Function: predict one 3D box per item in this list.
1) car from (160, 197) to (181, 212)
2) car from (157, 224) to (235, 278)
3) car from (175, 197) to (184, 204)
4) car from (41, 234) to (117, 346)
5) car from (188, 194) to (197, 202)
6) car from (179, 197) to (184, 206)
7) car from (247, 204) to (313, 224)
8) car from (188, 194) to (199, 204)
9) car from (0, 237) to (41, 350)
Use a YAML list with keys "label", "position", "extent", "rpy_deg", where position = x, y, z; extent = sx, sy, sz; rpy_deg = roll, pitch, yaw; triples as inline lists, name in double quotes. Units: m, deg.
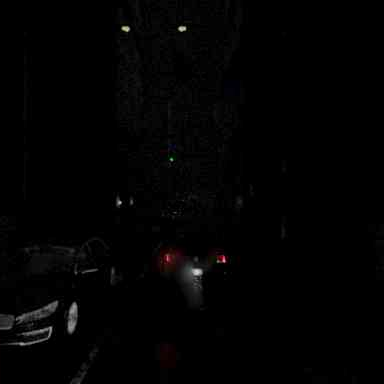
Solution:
- label: "car"
  position: [-2.814, 1.727, 41.841]
  extent: [1.994, 1.385, 4.181]
  rpy_deg: [0, 0, 0]
- label: "car"
  position: [0.099, 1.636, 10.189]
  extent: [1.895, 1.301, 4.718]
  rpy_deg: [0, 0, 0]
- label: "car"
  position: [-2.658, 1.797, 72.579]
  extent: [1.882, 1.535, 5.008]
  rpy_deg: [0, 0, 0]
- label: "car"
  position: [-2.636, 1.573, 6.440]
  extent: [2.008, 1.369, 4.403]
  rpy_deg: [0, 0, 0]
- label: "car"
  position: [0.109, 1.436, 80.648]
  extent: [2.150, 2.045, 5.566]
  rpy_deg: [0, 0, 0]
- label: "car"
  position: [-2.748, 1.749, 57.379]
  extent: [1.837, 1.490, 4.892]
  rpy_deg: [0, -1, 1]
- label: "car"
  position: [6.719, 1.680, 25.370]
  extent: [5.008, 1.535, 1.882]
  rpy_deg: [1, -2, -10]
- label: "car"
  position: [0.087, 1.807, 70.195]
  extent: [1.837, 1.490, 4.892]
  rpy_deg: [0, 0, 0]
- label: "car"
  position: [-2.634, 1.318, 0.826]
  extent: [2.192, 1.841, 5.009]
  rpy_deg: [0, 0, 0]
